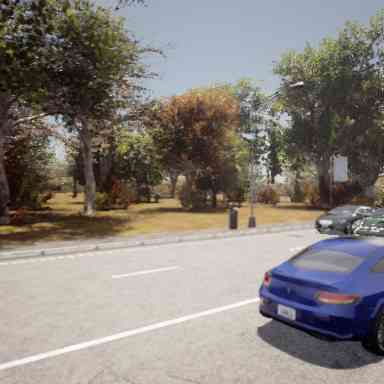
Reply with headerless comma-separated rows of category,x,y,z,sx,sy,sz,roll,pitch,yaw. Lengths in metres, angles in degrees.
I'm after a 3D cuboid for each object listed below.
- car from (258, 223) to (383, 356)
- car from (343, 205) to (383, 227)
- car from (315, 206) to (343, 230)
car,3.216,1.540,6.048,4.674,1.442,1.812,0,0,-35
car,9.036,1.390,14.737,4.553,1.767,2.097,0,0,-35
car,9.030,1.537,19.031,4.902,1.511,2.128,0,0,-35
